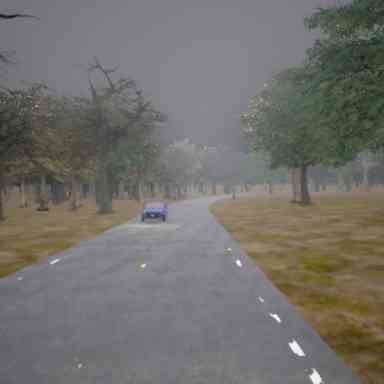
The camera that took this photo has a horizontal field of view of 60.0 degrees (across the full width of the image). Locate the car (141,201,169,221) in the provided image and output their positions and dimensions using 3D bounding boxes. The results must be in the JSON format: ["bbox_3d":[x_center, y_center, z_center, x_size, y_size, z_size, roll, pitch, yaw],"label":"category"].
[{"bbox_3d":[-2.995,1.519,27.618,1.882,1.535,5.008,0,0,0],"label":"car"}]
